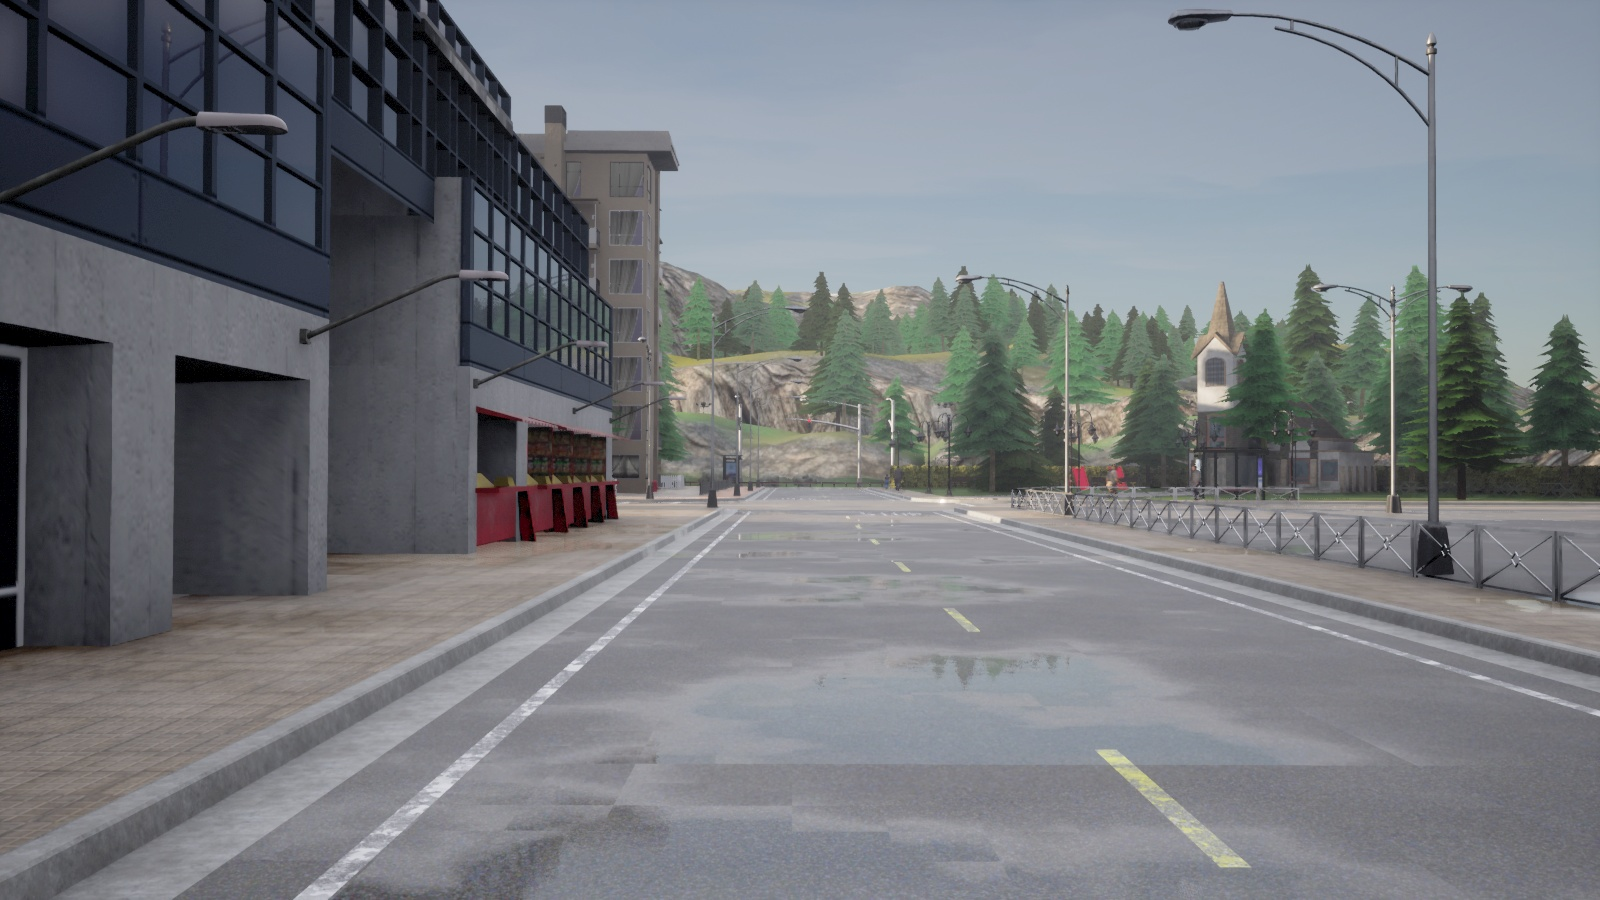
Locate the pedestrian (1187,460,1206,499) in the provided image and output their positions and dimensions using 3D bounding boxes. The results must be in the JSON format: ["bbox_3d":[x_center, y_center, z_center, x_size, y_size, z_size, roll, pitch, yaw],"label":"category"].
[{"bbox_3d":[19.943,1.464,63.188,0.788,1.949,0.423,0,-1,-3],"label":"pedestrian"}]

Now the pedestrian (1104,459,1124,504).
[{"bbox_3d":[13.125,1.313,52.549,0.694,1.848,0.540,0,-1,0],"label":"pedestrian"}]
